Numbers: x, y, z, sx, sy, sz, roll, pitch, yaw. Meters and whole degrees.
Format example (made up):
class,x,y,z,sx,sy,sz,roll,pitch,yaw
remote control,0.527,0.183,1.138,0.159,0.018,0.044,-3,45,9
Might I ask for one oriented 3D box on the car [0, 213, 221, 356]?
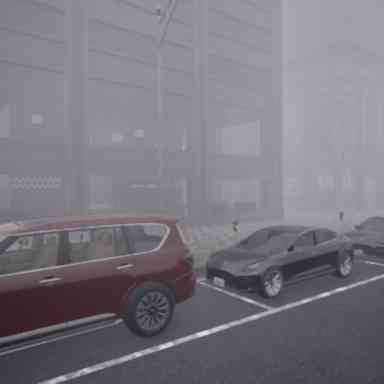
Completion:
class,x,y,z,sx,sy,sz,roll,pitch,yaw
car,-2.242,1.308,5.054,5.009,1.841,2.192,0,0,-36

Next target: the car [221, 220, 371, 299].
class,x,y,z,sx,sy,sz,roll,pitch,yaw
car,2.347,1.519,8.330,4.313,1.339,1.947,0,0,-36

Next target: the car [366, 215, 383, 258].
class,x,y,z,sx,sy,sz,roll,pitch,yaw
car,6.934,1.480,11.605,4.313,1.339,1.947,0,0,-36
